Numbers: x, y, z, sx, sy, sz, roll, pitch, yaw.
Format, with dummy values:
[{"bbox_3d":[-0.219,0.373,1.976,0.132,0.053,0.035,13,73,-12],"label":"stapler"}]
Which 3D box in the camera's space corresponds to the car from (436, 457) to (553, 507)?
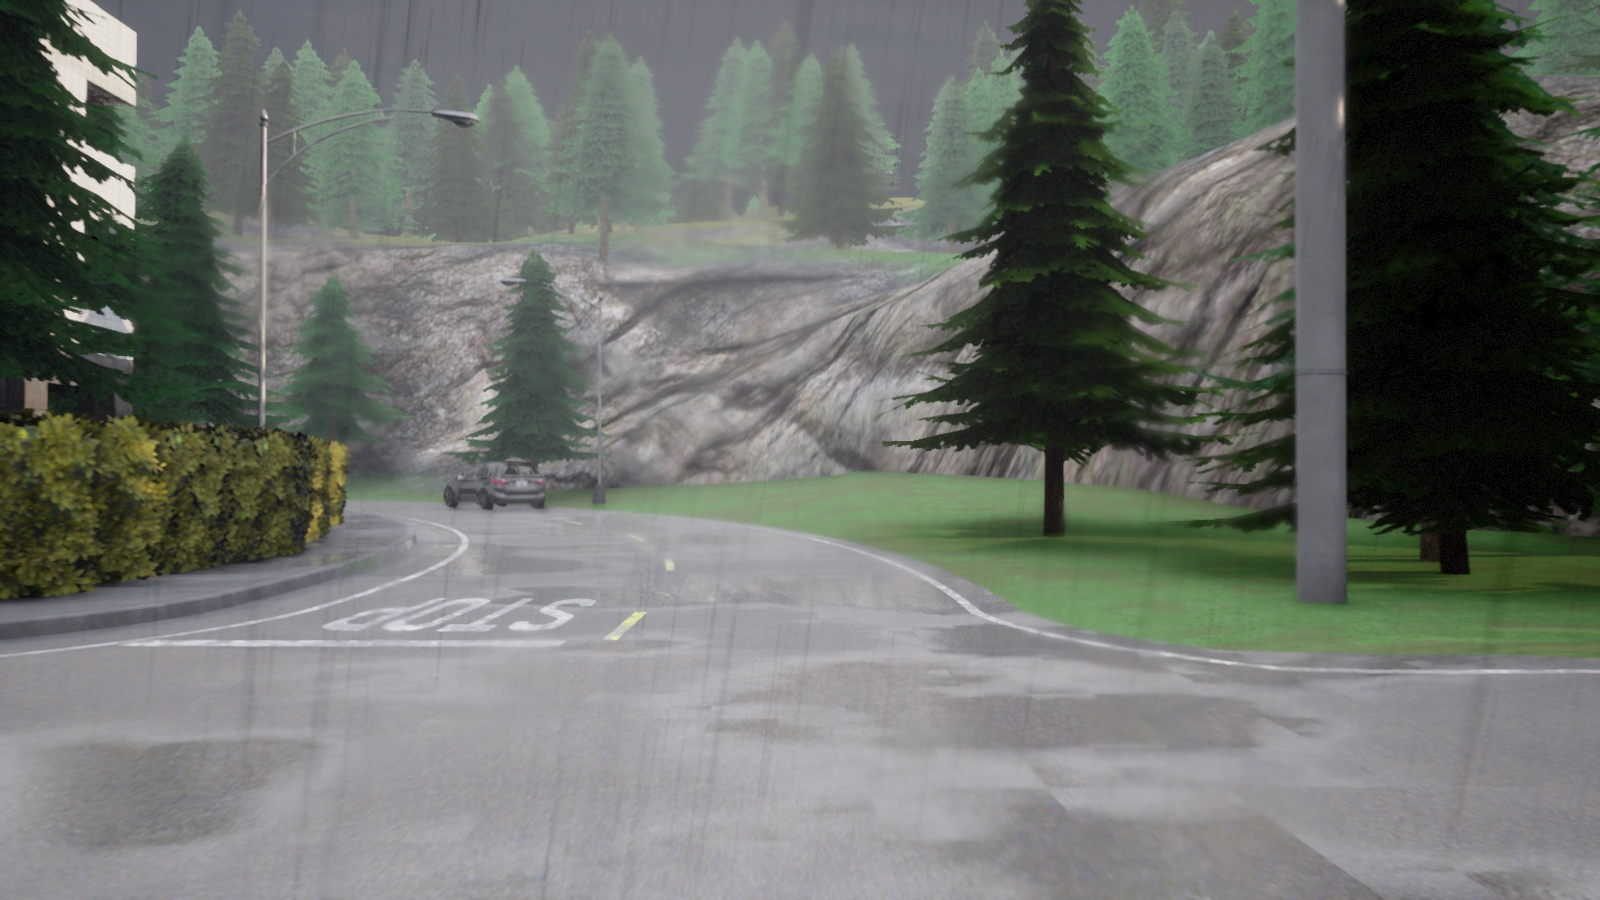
[{"bbox_3d":[-10.791,1.098,44.130,2.242,1.667,4.611,1,-1,-38],"label":"car"}]
